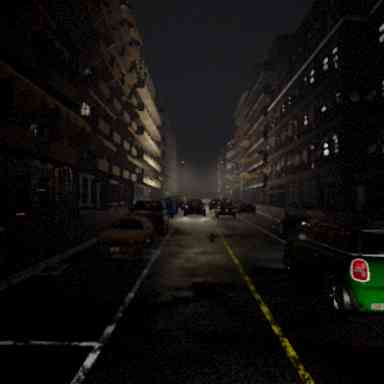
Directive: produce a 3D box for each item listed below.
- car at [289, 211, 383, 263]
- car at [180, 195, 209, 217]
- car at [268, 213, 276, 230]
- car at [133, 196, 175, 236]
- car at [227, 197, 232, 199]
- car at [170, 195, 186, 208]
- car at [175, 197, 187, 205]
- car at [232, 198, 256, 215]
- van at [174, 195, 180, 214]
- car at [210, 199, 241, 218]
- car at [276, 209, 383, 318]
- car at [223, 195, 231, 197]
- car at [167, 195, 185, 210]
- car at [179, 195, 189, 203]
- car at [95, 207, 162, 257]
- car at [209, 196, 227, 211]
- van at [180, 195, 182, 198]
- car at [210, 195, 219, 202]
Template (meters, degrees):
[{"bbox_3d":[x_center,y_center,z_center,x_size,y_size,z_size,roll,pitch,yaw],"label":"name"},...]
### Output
[{"bbox_3d":[5.432,1.601,13.123,1.887,1.381,4.507,2,0,1],"label":"car"},{"bbox_3d":[0.263,1.420,31.955,2.097,1.767,4.553,0,0,1],"label":"car"},{"bbox_3d":[5.480,1.618,18.655,2.008,1.369,4.403,2,0,1],"label":"car"},{"bbox_3d":[-2.391,1.335,18.787,2.192,1.841,5.009,2,0,1],"label":"car"},{"bbox_3d":[5.673,1.675,40.776,1.887,1.381,4.507,2,0,1],"label":"car"},{"bbox_3d":[-2.103,1.438,51.967,2.192,1.841,5.009,2,0,1],"label":"car"},{"bbox_3d":[-2.015,1.735,63.028,1.947,1.339,4.313,2,0,1],"label":"car"},{"bbox_3d":[5.625,1.656,35.246,1.887,1.381,4.507,2,0,1],"label":"car"},{"bbox_3d":[-2.296,1.388,29.845,1.690,1.788,3.998,2,0,1],"label":"van"},{"bbox_3d":[3.041,1.631,31.180,2.033,1.411,5.357,0,0,1],"label":"car"},{"bbox_3d":[3.625,1.386,7.659,2.097,1.767,4.553,0,0,1],"label":"car"},{"bbox_3d":[5.732,1.590,46.308,1.967,1.590,4.097,2,0,1],"label":"car"},{"bbox_3d":[-2.152,1.417,46.437,2.192,1.841,5.009,2,0,1],"label":"car"},{"bbox_3d":[-1.864,1.568,79.618,2.192,1.841,5.009,2,0,1],"label":"car"},{"bbox_3d":[-2.448,1.534,13.085,1.752,1.417,4.829,2,0,1],"label":"car"},{"bbox_3d":[3.121,1.630,43.438,1.837,1.490,4.892,0,0,1],"label":"car"},{"bbox_3d":[-2.249,1.405,35.377,1.690,1.788,3.998,2,0,1],"label":"van"},{"bbox_3d":[6.077,1.682,90.557,2.192,1.841,5.009,2,0,1],"label":"car"}]
